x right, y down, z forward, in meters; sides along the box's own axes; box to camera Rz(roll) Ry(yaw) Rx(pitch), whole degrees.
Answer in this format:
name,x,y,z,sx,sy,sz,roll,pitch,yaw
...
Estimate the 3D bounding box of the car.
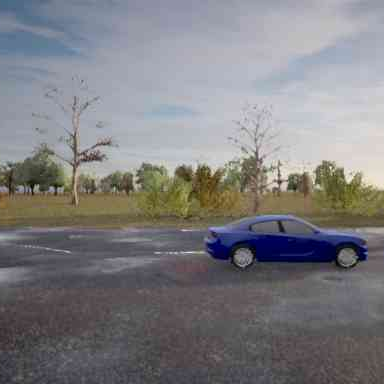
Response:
name,x,y,z,sx,sy,sz,roll,pitch,yaw
car,2.890,1.478,10.568,5.008,1.535,1.882,0,0,-1
